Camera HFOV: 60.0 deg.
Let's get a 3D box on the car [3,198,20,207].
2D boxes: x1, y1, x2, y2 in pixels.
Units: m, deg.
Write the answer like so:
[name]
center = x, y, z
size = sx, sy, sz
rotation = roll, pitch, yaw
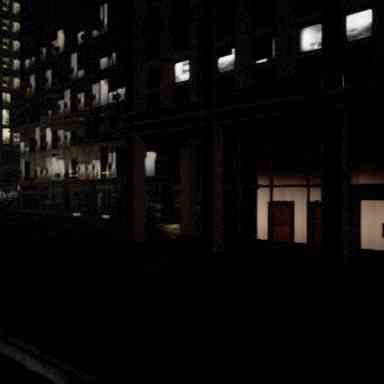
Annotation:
[car]
center = -27.283, 1.578, 52.098
size = 1.802, 1.307, 4.206
rotation = 0, 0, 38
